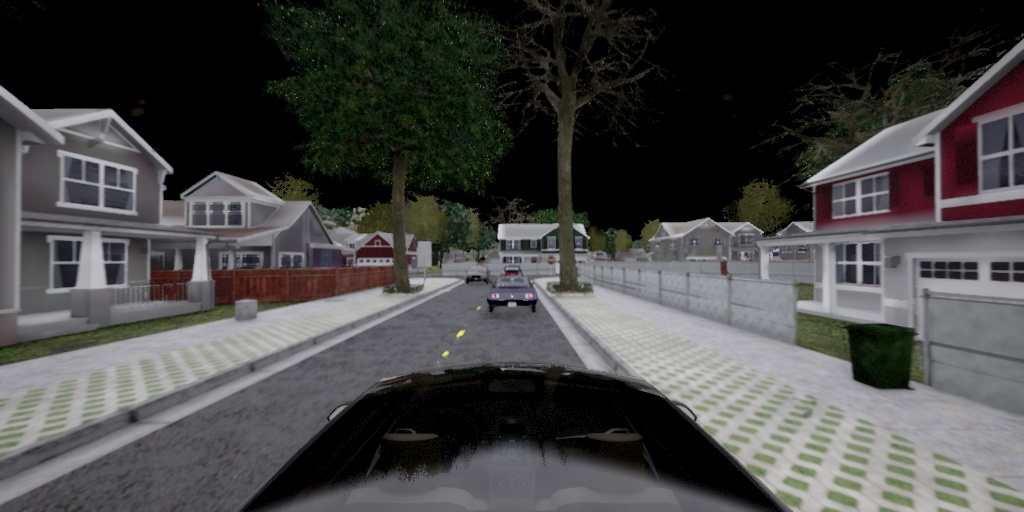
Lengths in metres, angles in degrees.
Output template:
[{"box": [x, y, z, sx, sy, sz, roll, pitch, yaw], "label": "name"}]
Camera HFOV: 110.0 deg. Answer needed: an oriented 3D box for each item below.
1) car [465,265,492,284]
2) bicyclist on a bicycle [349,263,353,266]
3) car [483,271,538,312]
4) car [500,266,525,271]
[{"box": [-2.762, 1.551, 30.188, 1.837, 1.490, 4.892, 0, -1, 1], "label": "car"}, {"box": [-20.014, 1.639, 44.515, 0.582, 1.620, 1.656, 0, 0, 1], "label": "bicyclist on a bicycle"}, {"box": [0.023, 1.489, 15.104, 1.895, 1.301, 4.718, 0, -1, 0], "label": "car"}, {"box": [0.038, 1.551, 30.287, 1.837, 1.490, 4.892, 0, 0, 1], "label": "car"}]
